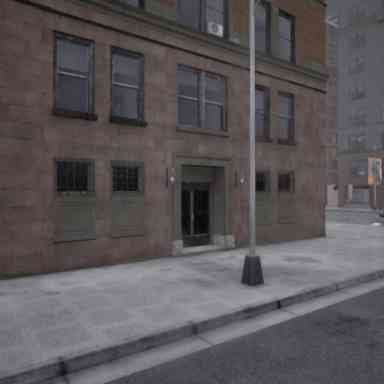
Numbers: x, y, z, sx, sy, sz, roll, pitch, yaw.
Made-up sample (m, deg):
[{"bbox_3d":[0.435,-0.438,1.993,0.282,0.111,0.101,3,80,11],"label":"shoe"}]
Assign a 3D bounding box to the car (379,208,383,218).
[{"bbox_3d":[16.539,1.558,23.966,2.033,1.411,5.357,0,0,-35],"label":"car"}]
